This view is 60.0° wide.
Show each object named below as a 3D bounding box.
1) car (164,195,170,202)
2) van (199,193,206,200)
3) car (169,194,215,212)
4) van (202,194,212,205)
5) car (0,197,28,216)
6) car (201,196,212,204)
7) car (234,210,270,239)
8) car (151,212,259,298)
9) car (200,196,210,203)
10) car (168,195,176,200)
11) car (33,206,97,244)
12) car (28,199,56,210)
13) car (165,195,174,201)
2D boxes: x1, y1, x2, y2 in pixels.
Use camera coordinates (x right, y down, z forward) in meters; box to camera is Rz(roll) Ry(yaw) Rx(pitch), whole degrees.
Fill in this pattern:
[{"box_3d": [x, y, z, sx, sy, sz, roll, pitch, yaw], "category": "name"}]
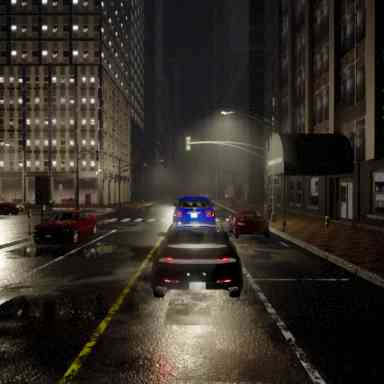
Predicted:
[{"box_3d": [-5.610, 1.521, 77.758, 1.887, 1.381, 4.507, 0, 0, 0], "category": "car"}, {"box_3d": [2.782, 1.309, 89.142, 1.690, 1.788, 3.998, 0, 0, 0], "category": "van"}, {"box_3d": [0.111, 1.219, 18.569, 2.150, 2.045, 5.566, 0, 0, 0], "category": "car"}, {"box_3d": [2.751, 1.326, 60.658, 1.690, 1.788, 3.998, 0, 0, 0], "category": "van"}, {"box_3d": [-18.575, 1.307, 31.051, 5.009, 1.841, 2.192, 0, 0, 1], "category": "car"}, {"box_3d": [2.758, 1.533, 66.354, 2.008, 1.369, 4.403, 0, 0, 0], "category": "car"}, {"box_3d": [2.833, 1.579, 17.065, 1.802, 1.307, 4.206, 0, 0, 0], "category": "car"}, {"box_3d": [0.108, 1.490, 8.477, 2.128, 1.511, 4.902, 0, 0, 0], "category": "car"}, {"box_3d": [2.764, 1.530, 72.051, 2.008, 1.369, 4.403, 0, 0, 0], "category": "car"}, {"box_3d": [-5.591, 1.529, 94.848, 1.947, 1.339, 4.313, 0, 0, 0], "category": "car"}, {"box_3d": [-5.808, 1.542, 15.698, 1.887, 1.381, 4.507, 0, 0, 0], "category": "car"}, {"box_3d": [-18.479, 1.497, 39.433, 4.403, 1.369, 2.008, 0, 0, 1], "category": "car"}, {"box_3d": [-5.603, 1.538, 83.455, 1.947, 1.339, 4.313, 0, 0, 0], "category": "car"}]
